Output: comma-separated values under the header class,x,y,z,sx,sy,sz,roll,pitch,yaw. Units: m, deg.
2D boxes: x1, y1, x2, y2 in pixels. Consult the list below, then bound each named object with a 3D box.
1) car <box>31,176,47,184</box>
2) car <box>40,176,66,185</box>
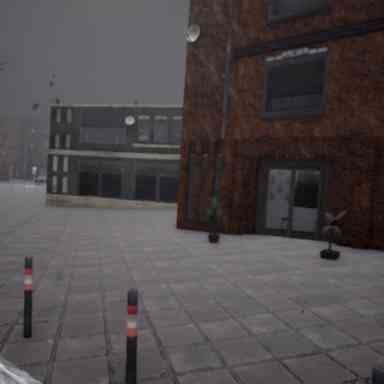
class,x,y,z,sx,sy,sz,roll,pitch,yaw
car,-30.600,-2.536,67.982,4.553,1.767,2.185,5,3,23
car,-29.563,-2.482,70.545,5.008,1.535,2.097,5,3,23
